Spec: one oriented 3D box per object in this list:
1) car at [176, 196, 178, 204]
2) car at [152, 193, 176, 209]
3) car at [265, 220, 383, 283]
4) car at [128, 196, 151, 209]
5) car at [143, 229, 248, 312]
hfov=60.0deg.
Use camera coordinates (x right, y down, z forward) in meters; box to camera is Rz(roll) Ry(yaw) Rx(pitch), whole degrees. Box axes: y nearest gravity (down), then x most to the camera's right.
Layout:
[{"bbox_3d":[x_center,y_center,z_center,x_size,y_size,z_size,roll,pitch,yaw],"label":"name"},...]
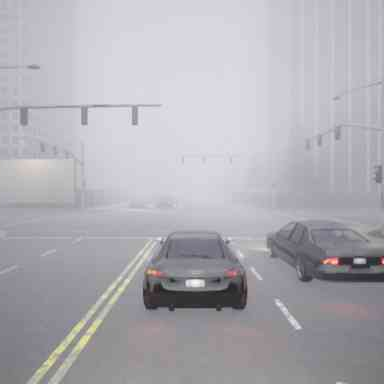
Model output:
[{"bbox_3d":[-3.547,1.418,62.069,2.128,1.511,4.902,0,0,0],"label":"car"},{"bbox_3d":[-3.594,1.300,43.837,2.097,1.767,4.553,0,0,0],"label":"car"},{"bbox_3d":[3.582,1.536,9.679,2.033,1.411,5.357,0,0,-1],"label":"car"},{"bbox_3d":[-7.112,1.511,44.152,1.994,1.385,4.181,0,0,1],"label":"car"},{"bbox_3d":[0.061,1.555,7.796,1.994,1.385,4.181,0,0,0],"label":"car"}]
